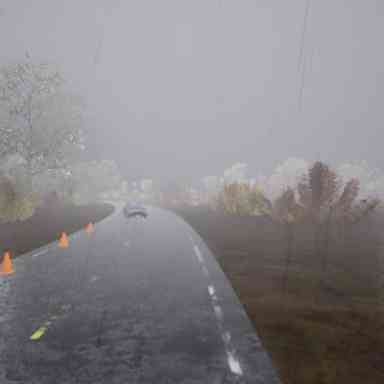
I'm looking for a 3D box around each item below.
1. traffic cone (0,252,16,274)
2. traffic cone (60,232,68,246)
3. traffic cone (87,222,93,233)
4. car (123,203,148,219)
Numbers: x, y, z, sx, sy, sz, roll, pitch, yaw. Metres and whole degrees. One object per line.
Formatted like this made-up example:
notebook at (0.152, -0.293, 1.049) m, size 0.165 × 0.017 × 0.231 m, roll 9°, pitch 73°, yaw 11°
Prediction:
traffic cone at (-5.312, 2.017, 9.555) m, size 0.340 × 0.580 × 0.340 m, roll 0°, pitch 0°, yaw -2°
traffic cone at (-5.579, 2.044, 14.492) m, size 0.340 × 0.580 × 0.340 m, roll 0°, pitch 0°, yaw -4°
traffic cone at (-5.948, 2.072, 19.422) m, size 0.340 × 0.580 × 0.340 m, roll 0°, pitch 0°, yaw -5°
car at (-5.463, 1.732, 31.460) m, size 2.033 × 1.411 × 5.357 m, roll 0°, pitch 0°, yaw -18°
